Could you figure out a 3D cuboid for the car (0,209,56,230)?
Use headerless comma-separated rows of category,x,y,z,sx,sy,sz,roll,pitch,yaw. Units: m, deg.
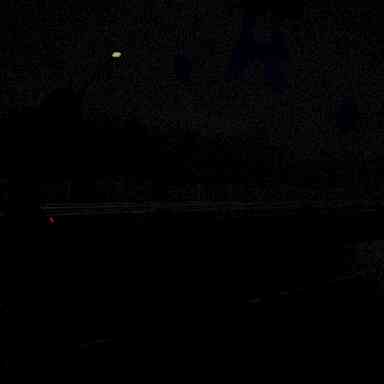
car,-7.301,1.528,11.681,4.674,1.442,1.812,0,0,-36

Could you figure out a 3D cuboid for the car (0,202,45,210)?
car,-8.663,1.358,15.008,4.553,1.767,2.097,0,0,-35
